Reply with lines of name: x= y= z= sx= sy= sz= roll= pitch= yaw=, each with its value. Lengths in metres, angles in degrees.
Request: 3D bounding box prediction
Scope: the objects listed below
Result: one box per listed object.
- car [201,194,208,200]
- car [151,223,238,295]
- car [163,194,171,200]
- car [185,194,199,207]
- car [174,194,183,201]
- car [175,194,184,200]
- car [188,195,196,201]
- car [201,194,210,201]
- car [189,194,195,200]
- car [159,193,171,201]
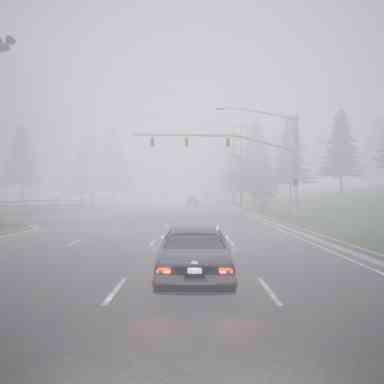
car: x=3.519 y=1.310 z=93.953 sx=1.882 sy=1.535 sz=5.008 roll=0 pitch=0 yaw=0
car: x=0.068 y=1.547 z=8.852 sx=2.033 sy=1.411 sz=5.357 roll=0 pitch=0 yaw=0
car: x=-6.981 y=1.385 z=93.955 sx=1.994 sy=1.385 sz=4.181 roll=0 pitch=0 yaw=0
car: x=0.009 y=1.352 z=52.891 sx=2.097 sy=1.767 sz=4.553 roll=0 pitch=0 yaw=0
car: x=-3.483 y=1.517 z=83.951 sx=1.812 sy=1.442 sz=4.674 roll=0 pitch=0 yaw=0
car: x=-3.481 y=1.357 z=93.955 sx=2.128 sy=1.511 sz=4.902 roll=0 pitch=0 yaw=0
car: x=0.017 y=1.531 z=83.534 sx=2.033 sy=1.411 sz=5.357 roll=0 pitch=0 yaw=0
car: x=3.517 y=1.492 z=83.533 sx=1.837 sy=1.490 sz=4.892 roll=0 pitch=0 yaw=0
car: x=0.019 y=1.310 z=93.954 sx=1.882 sy=1.535 sz=5.008 roll=0 pitch=0 yaw=0
car: x=-6.983 y=1.217 z=83.565 sx=2.150 sy=2.045 sz=5.566 roll=0 pitch=0 yaw=0
